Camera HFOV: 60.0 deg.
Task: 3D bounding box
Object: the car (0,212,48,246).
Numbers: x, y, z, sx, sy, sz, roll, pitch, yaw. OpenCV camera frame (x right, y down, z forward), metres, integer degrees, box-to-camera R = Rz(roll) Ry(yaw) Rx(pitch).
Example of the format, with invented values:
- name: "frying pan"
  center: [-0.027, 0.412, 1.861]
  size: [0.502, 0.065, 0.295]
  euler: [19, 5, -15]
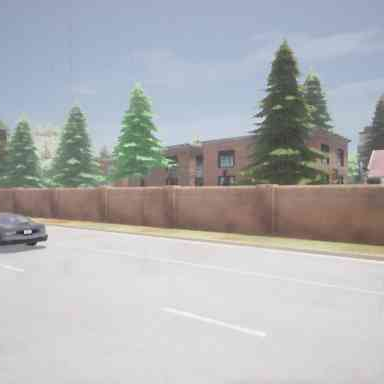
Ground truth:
- name: "car"
  center: [-8.269, 1.560, 14.066]
  size: [5.357, 1.411, 2.033]
  euler: [0, 0, 36]
